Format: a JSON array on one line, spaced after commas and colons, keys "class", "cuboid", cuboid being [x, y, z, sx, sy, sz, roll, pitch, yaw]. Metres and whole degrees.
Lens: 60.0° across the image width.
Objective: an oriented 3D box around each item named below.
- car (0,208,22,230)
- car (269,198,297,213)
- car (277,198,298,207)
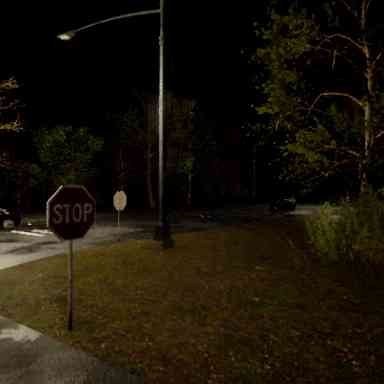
[{"class": "car", "cuboid": [-12.645, 1.637, 19.524, 1.837, 1.490, 4.892, 0, 0, 36]}, {"class": "car", "cuboid": [11.012, 1.691, 40.142, 1.882, 1.535, 5.008, 0, 0, 36]}, {"class": "car", "cuboid": [17.550, 1.867, 61.025, 2.033, 1.411, 5.357, 0, 0, 36]}]
